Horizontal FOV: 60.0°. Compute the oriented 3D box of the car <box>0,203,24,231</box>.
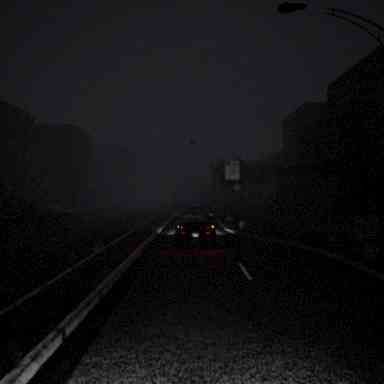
[{"bbox_3d":[-13.153,1.625,19.769,5.008,1.535,2.097,0,-1,0],"label":"car"}]

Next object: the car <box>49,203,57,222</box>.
[{"bbox_3d":[-13.151,1.572,25.281,4.553,1.767,2.185,0,-1,0],"label":"car"}]

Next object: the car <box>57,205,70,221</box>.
[{"bbox_3d":[-13.203,1.780,28.034,4.674,1.452,2.002,0,-1,0],"label":"car"}]

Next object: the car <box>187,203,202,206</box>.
[{"bbox_3d":[0.263,1.828,33.508,1.882,1.535,5.008,0,-1,0],"label":"car"}]

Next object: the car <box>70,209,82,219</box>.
[{"bbox_3d":[-13.031,1.782,30.793,5.366,1.575,1.946,0,-1,0],"label":"car"}]

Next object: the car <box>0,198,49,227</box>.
[{"bbox_3d":[-13.194,1.409,22.528,5.566,2.045,2.435,0,-1,0],"label":"car"}]

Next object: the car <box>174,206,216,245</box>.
[{"bbox_3d":[0.156,1.614,15.923,1.812,1.442,4.674,0,-1,0],"label":"car"}]
